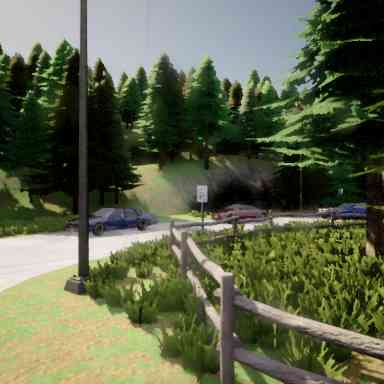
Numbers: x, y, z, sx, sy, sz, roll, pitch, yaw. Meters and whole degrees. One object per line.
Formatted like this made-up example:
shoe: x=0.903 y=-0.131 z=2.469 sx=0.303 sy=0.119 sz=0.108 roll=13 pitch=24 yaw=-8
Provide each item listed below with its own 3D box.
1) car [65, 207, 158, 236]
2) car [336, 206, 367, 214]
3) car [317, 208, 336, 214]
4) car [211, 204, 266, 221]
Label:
car: x=-4.400 y=1.574 z=19.122 sx=2.033 sy=1.411 sz=5.357 roll=0 pitch=0 yaw=41
car: x=13.771 y=1.504 z=24.746 sx=5.008 sy=1.535 sz=1.882 roll=0 pitch=-1 yaw=-8
car: x=13.073 y=1.628 z=28.034 sx=4.718 sy=1.301 sz=1.895 roll=0 pitch=0 yaw=-6
car: x=3.550 y=1.591 z=25.152 sx=4.181 sy=1.385 sz=1.994 roll=0 pitch=0 yaw=-26
